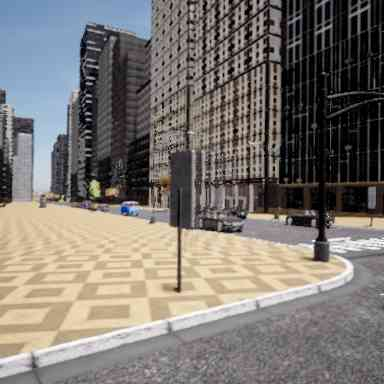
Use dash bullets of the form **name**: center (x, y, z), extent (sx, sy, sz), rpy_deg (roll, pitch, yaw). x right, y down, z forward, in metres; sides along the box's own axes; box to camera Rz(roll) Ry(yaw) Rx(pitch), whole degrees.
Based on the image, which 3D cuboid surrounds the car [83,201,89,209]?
- **car**: center (-20.513, 2.944, 68.539), extent (1.887, 1.381, 4.507), rpy_deg (0, -1, -26)

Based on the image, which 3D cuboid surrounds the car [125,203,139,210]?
- **car**: center (-13.001, 3.108, 72.252), extent (1.802, 1.307, 4.206), rpy_deg (0, -1, -26)

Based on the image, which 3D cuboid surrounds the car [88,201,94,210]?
- **car**: center (-17.944, 2.808, 63.346), extent (1.752, 1.417, 4.829), rpy_deg (0, -1, -26)

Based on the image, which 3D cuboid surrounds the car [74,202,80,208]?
- **car**: center (-27.992, 3.288, 83.661), extent (1.887, 1.381, 4.507), rpy_deg (0, -1, -26)

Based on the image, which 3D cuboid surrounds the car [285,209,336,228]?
- **car**: center (9.440, 2.089, 26.881), extent (2.008, 1.369, 4.403), rpy_deg (0, -1, -26)

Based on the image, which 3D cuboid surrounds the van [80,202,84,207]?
- **van**: center (-23.008, 2.855, 73.583), extent (1.690, 1.788, 3.998), rpy_deg (0, -1, -26)

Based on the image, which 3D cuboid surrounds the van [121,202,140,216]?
- **van**: center (-8.047, 2.182, 43.338), extent (1.690, 1.788, 3.998), rpy_deg (0, -1, -26)

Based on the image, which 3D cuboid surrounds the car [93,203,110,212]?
- **car**: center (-15.526, 2.724, 58.457), extent (2.008, 1.369, 4.403), rpy_deg (0, -1, -26)

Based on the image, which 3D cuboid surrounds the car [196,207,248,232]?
- **car**: center (1.929, 1.962, 23.168), extent (2.008, 1.369, 4.403), rpy_deg (0, -1, -26)
